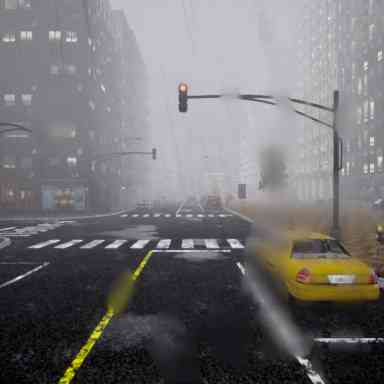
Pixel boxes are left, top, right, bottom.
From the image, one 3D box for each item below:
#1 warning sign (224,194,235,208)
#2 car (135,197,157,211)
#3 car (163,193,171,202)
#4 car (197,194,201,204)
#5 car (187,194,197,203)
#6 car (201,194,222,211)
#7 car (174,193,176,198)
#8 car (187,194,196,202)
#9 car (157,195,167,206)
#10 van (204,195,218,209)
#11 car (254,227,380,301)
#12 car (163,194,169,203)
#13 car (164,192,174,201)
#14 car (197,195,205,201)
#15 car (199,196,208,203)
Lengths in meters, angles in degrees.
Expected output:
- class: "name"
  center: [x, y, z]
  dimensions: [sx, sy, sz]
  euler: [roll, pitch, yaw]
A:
- class: "warning sign"
  center: [4.945, 1.136, 43.767]
  dimensions: [1.300, 1.860, 1.060]
  euler: [0, 0, 0]
- class: "car"
  center: [-5.811, 1.568, 40.478]
  dimensions: [2.008, 1.369, 4.403]
  euler: [0, 0, 0]
- class: "car"
  center: [-5.894, 1.497, 68.111]
  dimensions: [1.967, 1.590, 4.097]
  euler: [0, 0, 0]
- class: "car"
  center: [2.502, 1.362, 62.608]
  dimensions: [2.192, 1.841, 5.009]
  euler: [0, 0, 0]
- class: "car"
  center: [-0.099, 1.564, 68.901]
  dimensions: [1.837, 1.490, 4.892]
  euler: [0, 0, 0]
- class: "car"
  center: [2.568, 1.332, 40.503]
  dimensions: [2.192, 1.841, 5.009]
  euler: [0, 0, 0]
- class: "car"
  center: [-5.957, 1.625, 90.048]
  dimensions: [1.752, 1.417, 4.829]
  euler: [0, 0, 0]
- class: "car"
  center: [-0.233, 1.433, 79.658]
  dimensions: [2.097, 1.767, 4.553]
  euler: [0, 0, 0]
- class: "car"
  center: [-5.860, 1.589, 57.057]
  dimensions: [2.008, 1.369, 4.403]
  euler: [0, 0, 0]
- class: "van"
  center: [2.551, 1.364, 46.029]
  dimensions: [1.690, 1.788, 3.998]
  euler: [0, 0, 0]
- class: "car"
  center: [2.664, 1.526, 8.260]
  dimensions: [1.752, 1.417, 4.829]
  euler: [0, 0, 0]
- class: "car"
  center: [-5.877, 1.592, 62.583]
  dimensions: [1.887, 1.381, 4.507]
  euler: [0, 0, 0]
- class: "car"
  center: [-5.926, 1.517, 79.164]
  dimensions: [1.967, 1.590, 4.097]
  euler: [0, 0, 0]
- class: "car"
  center: [2.422, 1.625, 90.412]
  dimensions: [1.752, 1.417, 4.829]
  euler: [0, 0, 0]
- class: "car"
  center: [2.471, 1.612, 73.662]
  dimensions: [1.887, 1.381, 4.507]
  euler: [0, 0, 0]
